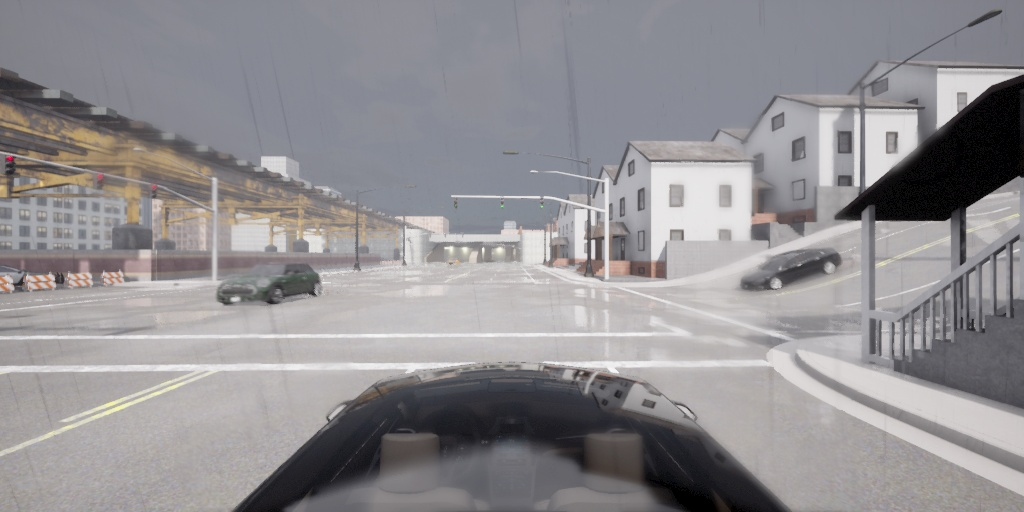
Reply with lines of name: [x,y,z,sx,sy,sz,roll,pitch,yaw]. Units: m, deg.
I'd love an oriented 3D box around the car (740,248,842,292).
car: [14.577,0.643,18.934,4.892,1.490,1.837,-17,0,-1]

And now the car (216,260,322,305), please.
car: [-10.496,1.068,15.885,2.097,1.767,4.553,0,0,0]
